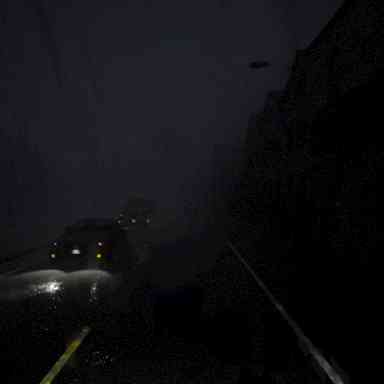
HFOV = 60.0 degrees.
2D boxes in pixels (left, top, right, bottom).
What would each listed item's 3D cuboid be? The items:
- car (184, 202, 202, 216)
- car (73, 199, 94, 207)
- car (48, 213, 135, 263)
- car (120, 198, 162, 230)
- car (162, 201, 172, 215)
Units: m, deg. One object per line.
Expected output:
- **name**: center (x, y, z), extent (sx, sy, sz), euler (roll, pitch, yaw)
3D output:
- **car**: center (0.102, 1.874, 37.787), extent (2.128, 1.511, 4.902), euler (0, -1, 0)
- **car**: center (-22.167, 2.384, 69.062), extent (4.611, 1.667, 2.242), euler (0, -1, 0)
- **car**: center (-3.589, 1.678, 12.269), extent (1.994, 1.385, 4.181), euler (0, -1, 0)
- **car**: center (-3.579, 1.451, 23.166), extent (2.150, 2.045, 5.566), euler (0, -1, 0)
- **car**: center (-3.497, 1.798, 38.776), extent (2.097, 1.767, 4.553), euler (0, -1, 0)
